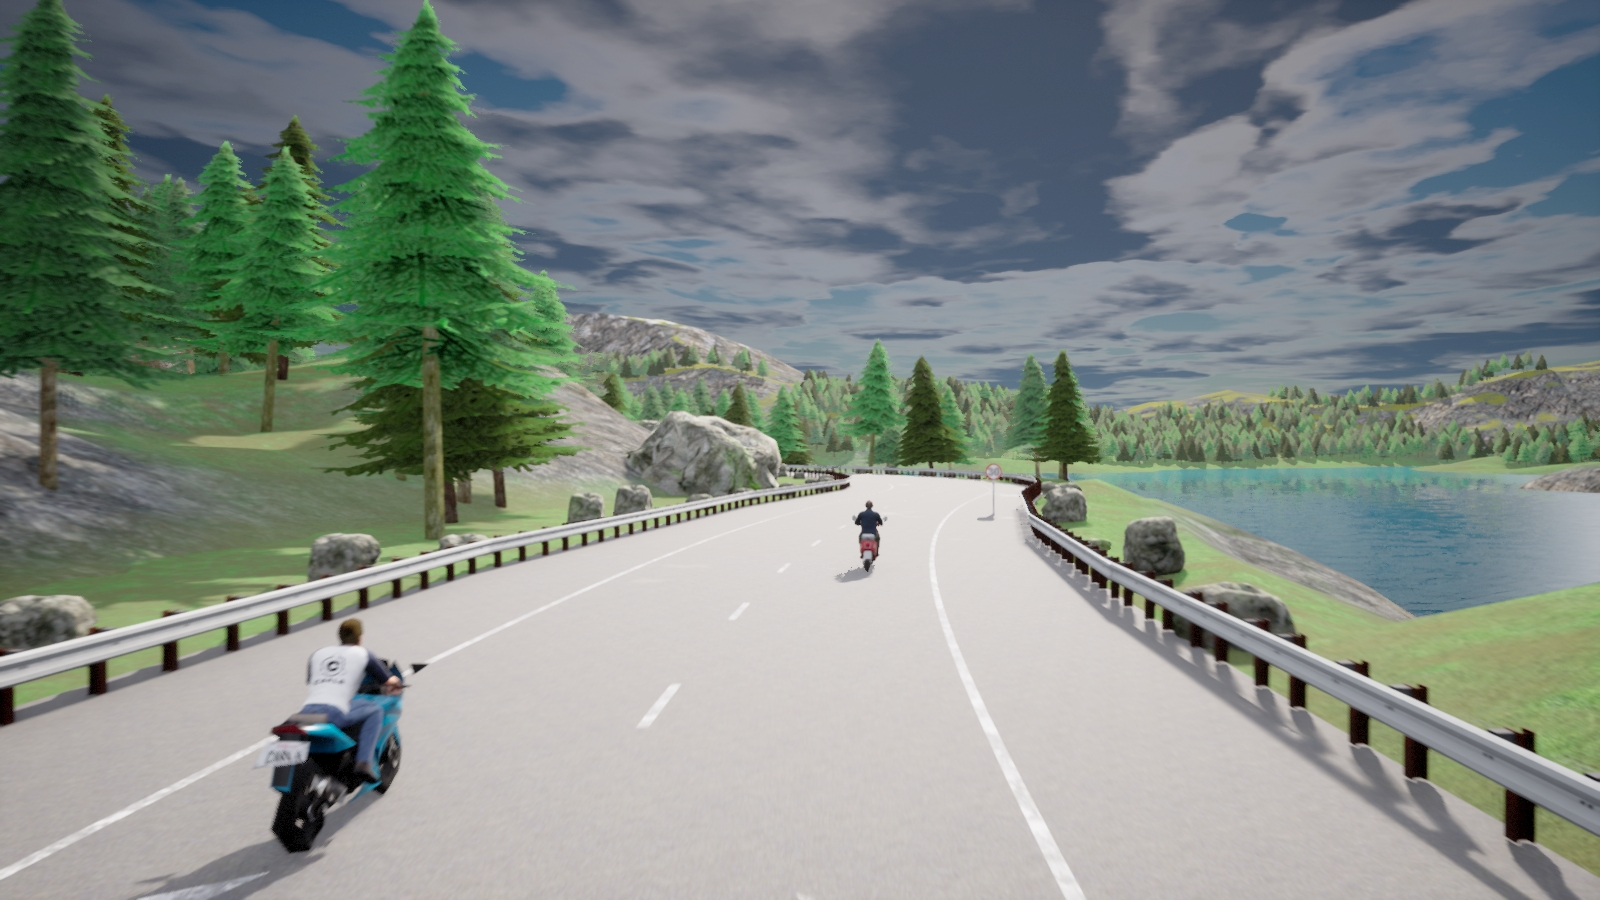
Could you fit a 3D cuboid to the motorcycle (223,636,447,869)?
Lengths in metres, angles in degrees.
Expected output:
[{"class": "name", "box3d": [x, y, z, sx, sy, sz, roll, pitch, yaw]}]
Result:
[{"class": "motorcycle", "box3d": [-3.410, 2.176, 8.619, 0.803, 1.217, 2.033, 0, 0, 2]}]

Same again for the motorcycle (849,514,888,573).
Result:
[{"class": "motorcycle", "box3d": [1.639, 2.182, 27.088, 0.856, 1.236, 1.805, 0, 0, 6]}]
